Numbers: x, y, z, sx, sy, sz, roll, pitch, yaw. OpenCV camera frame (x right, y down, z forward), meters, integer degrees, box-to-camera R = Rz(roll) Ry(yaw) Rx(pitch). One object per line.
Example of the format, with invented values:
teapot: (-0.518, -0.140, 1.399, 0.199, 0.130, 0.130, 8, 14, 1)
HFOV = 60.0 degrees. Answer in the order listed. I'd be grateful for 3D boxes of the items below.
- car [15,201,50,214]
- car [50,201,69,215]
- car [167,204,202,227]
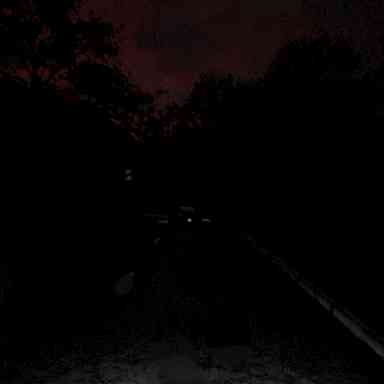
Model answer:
car: (-16.728, 1.529, 31.854, 4.902, 1.511, 2.128, -1, -3, 5)
car: (-15.666, 1.687, 35.216, 5.008, 1.535, 1.882, -1, -3, 6)
car: (-0.550, 1.535, 22.606, 1.812, 1.442, 4.674, 1, 0, -10)
